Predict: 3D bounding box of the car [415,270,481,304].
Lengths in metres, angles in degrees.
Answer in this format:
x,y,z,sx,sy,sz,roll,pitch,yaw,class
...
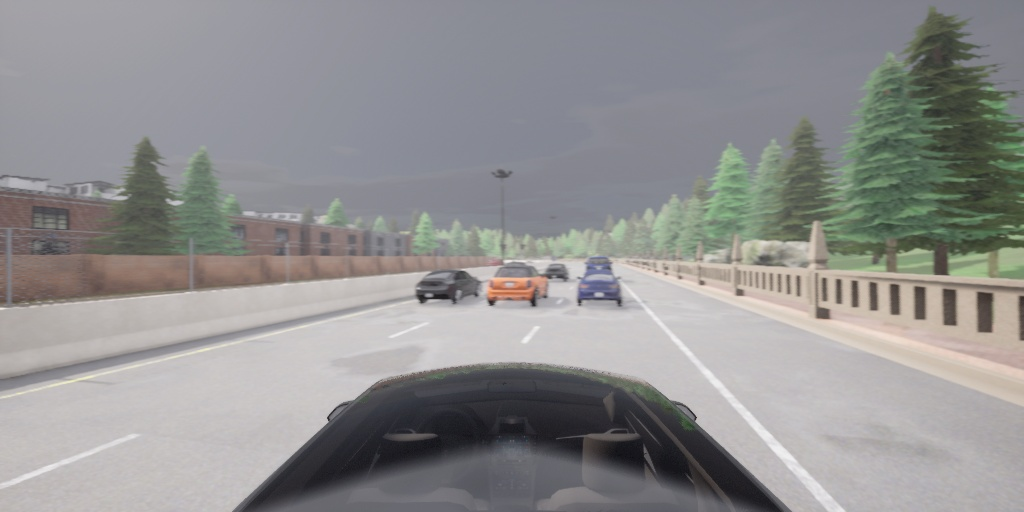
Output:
x,y,z,sx,sy,sz,roll,pitch,yaw,class
-2.941,1.412,17.544,1.837,1.490,4.892,-1,0,14,car

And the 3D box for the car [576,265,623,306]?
x,y,z,sx,sy,sz,roll,pitch,yaw,class
3.882,1.325,15.978,1.812,1.442,4.674,-1,0,14,car

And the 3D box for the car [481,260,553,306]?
x,y,z,sx,sy,sz,roll,pitch,yaw,class
0.406,1.201,16.512,2.097,1.767,4.553,-1,-1,14,car

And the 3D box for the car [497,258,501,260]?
x,y,z,sx,sy,sz,roll,pitch,yaw,class
0.518,1.310,31.916,2.097,1.767,4.553,-1,-1,14,car

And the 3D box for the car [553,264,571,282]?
x,y,z,sx,sy,sz,roll,pitch,yaw,class
3.978,1.416,31.320,1.837,1.490,4.892,-1,0,14,car

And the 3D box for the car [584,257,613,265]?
x,y,z,sx,sy,sz,roll,pitch,yaw,class
7.303,1.072,30.209,2.150,2.045,5.566,-1,0,14,car
